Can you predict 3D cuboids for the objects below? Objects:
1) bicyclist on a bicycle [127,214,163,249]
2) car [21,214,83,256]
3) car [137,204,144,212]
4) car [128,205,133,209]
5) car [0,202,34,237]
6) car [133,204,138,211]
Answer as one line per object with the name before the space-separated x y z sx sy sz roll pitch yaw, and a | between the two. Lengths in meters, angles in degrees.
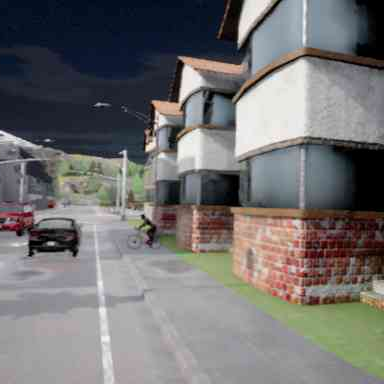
bicyclist on a bicycle | -2.141 1.836 15.354 1.656 1.620 0.582 2 -2 -17
car | -6.044 1.886 15.036 1.882 1.535 5.008 2 -2 -16
car | -8.835 3.697 73.274 5.027 1.636 2.152 2 -2 -17
car | -13.752 4.061 88.186 4.605 1.855 1.932 2 -2 -17
car | -11.868 1.717 21.822 2.150 2.045 5.566 2 -2 -16
car | -12.519 3.976 85.524 3.866 1.878 1.905 2 -2 -17
